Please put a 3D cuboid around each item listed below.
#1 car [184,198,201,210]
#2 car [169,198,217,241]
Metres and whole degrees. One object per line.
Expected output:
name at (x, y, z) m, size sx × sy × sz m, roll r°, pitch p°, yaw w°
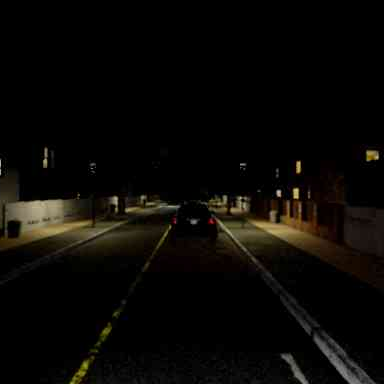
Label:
car at (0.048, 1.562, 42.922) m, size 1.994 × 1.385 × 4.181 m, roll 0°, pitch 0°, yaw 0°
car at (0.079, 1.347, 16.698) m, size 2.097 × 1.767 × 4.553 m, roll 0°, pitch 0°, yaw 0°
